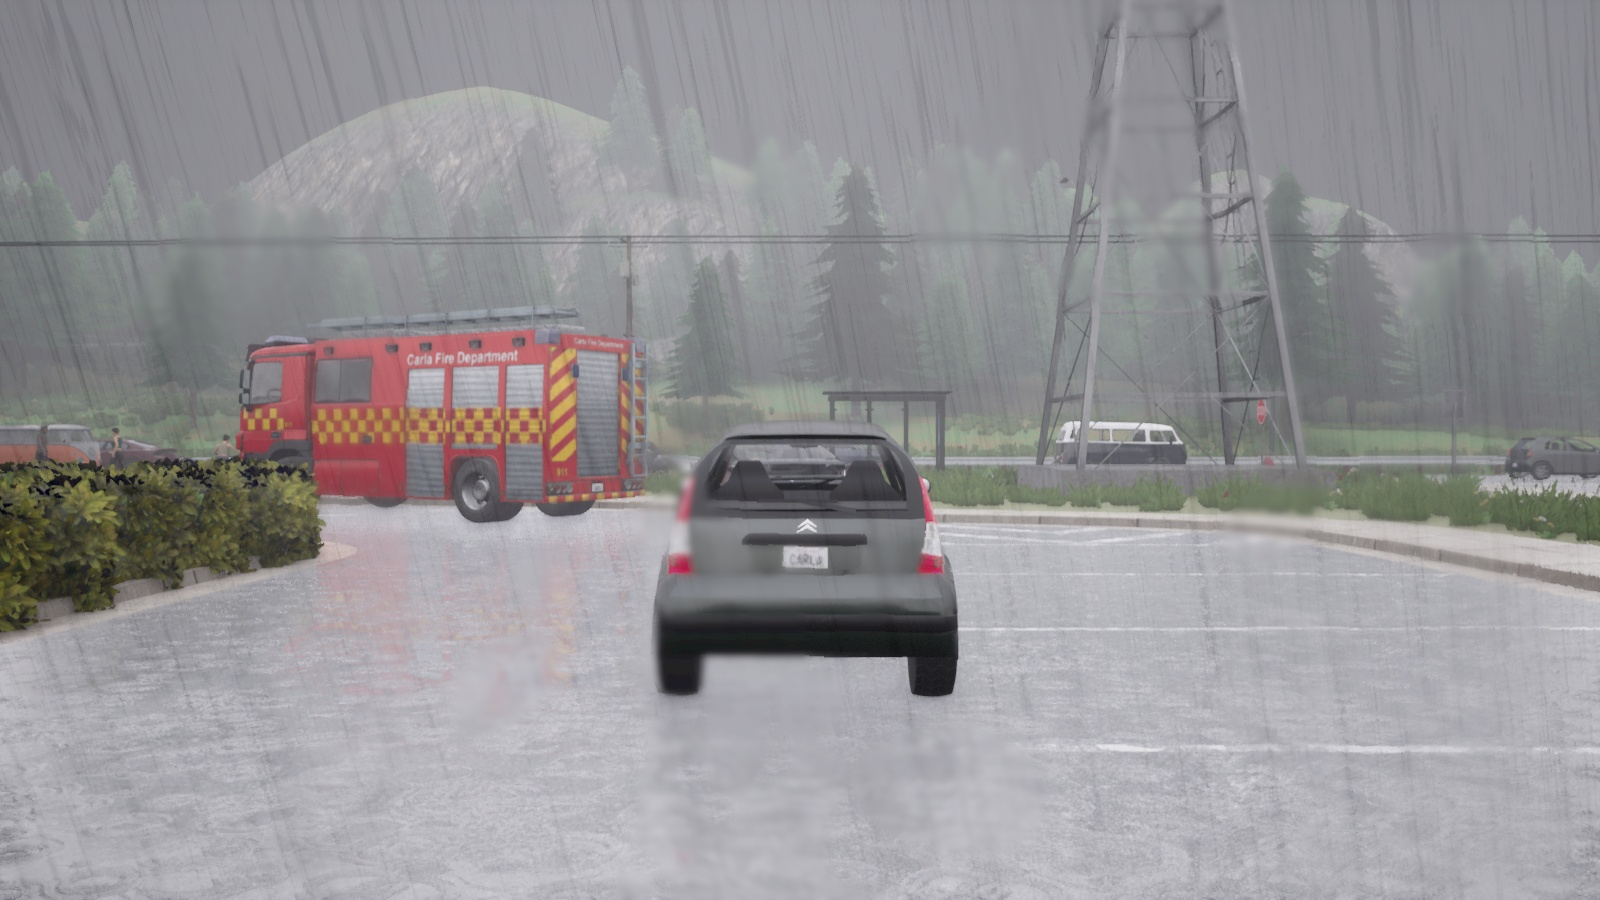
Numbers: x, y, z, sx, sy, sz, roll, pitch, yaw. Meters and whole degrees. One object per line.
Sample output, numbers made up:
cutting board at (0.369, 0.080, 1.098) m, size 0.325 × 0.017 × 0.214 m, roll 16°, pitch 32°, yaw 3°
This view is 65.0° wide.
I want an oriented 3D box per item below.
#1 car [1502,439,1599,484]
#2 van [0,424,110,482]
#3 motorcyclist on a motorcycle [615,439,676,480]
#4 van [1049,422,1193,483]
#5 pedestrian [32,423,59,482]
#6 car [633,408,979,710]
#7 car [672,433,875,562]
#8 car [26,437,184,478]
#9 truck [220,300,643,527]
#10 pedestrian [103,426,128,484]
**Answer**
car at (26.824, 0.385, 43.778) m, size 3.633 × 1.501 × 1.845 m, roll 0°, pitch 1°, yaw 1°
van at (-26.931, 0.076, 44.209) m, size 4.442 × 1.987 × 1.775 m, roll 0°, pitch 1°, yaw 7°
motorcyclist on a motorcycle at (-5.861, 0.344, 47.690) m, size 2.191 × 1.530 × 0.866 m, roll 0°, pitch 1°, yaw 1°
van at (11.181, 0.076, 43.972) m, size 4.480 × 2.038 × 2.069 m, roll 1°, pitch 1°, yaw 1°
pedestrian at (-23.408, 0.079, 38.956) m, size 0.634 × 1.846 × 0.331 m, roll 0°, pitch 1°, yaw 0°
car at (0.038, 0.565, 8.717) m, size 1.851 × 1.617 × 3.988 m, roll 0°, pitch 1°, yaw 0°
car at (-0.527, 0.536, 17.246) m, size 2.007 × 1.525 × 4.514 m, roll 0°, pitch 1°, yaw -12°
car at (-26.491, 0.267, 47.950) m, size 5.008 × 1.535 × 1.882 m, roll 0°, pitch 1°, yaw 1°
truck at (-7.353, -0.648, 24.584) m, size 8.468 × 3.827 × 2.891 m, roll 0°, pitch 1°, yaw 30°
pedestrian at (-21.679, 0.153, 39.777) m, size 0.594 × 1.836 × 0.345 m, roll 0°, pitch 1°, yaw 9°
